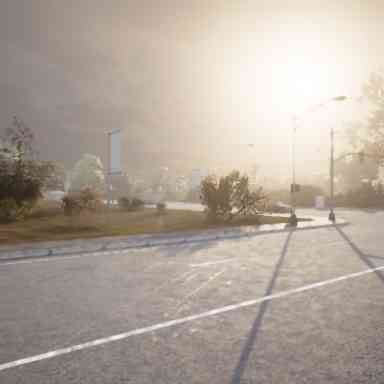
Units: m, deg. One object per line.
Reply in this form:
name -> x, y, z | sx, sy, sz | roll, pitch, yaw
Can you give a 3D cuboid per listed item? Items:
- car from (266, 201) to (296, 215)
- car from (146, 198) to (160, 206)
car -> 9.116, 1.675, 36.451 | 1.812, 1.442, 4.674 | 0, 1, -39
car -> -6.676, 1.657, 56.096 | 1.994, 1.385, 4.181 | 0, 0, -39
